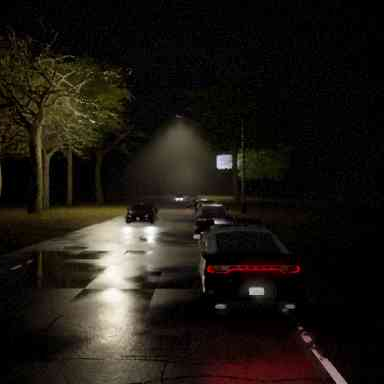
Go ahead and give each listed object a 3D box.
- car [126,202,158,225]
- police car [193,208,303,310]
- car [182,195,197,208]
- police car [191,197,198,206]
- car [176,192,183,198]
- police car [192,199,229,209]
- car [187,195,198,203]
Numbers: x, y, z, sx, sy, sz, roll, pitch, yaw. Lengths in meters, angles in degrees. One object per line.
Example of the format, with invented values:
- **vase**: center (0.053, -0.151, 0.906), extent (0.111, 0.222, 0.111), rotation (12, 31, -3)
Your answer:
- **car**: center (-3.540, 1.498, 24.161), extent (1.837, 1.490, 4.892), rotation (0, 0, 0)
- **police car**: center (1.069, 1.424, 8.045), extent (1.930, 1.638, 5.238), rotation (0, 0, 0)
- **car**: center (0.147, 1.383, 46.033), extent (2.128, 1.511, 4.902), rotation (0, 0, 1)
- **police car**: center (1.107, 1.418, 24.044), extent (1.930, 1.638, 5.238), rotation (0, 0, 0)
- **car**: center (-3.289, 0.814, 87.589), extent (2.128, 1.511, 4.902), rotation (0, 1, 0)
- **police car**: center (1.093, 1.423, 18.045), extent (1.930, 1.638, 5.238), rotation (0, 0, 0)
- **car**: center (0.158, 1.271, 65.584), extent (2.033, 1.411, 5.357), rotation (0, 1, 0)
